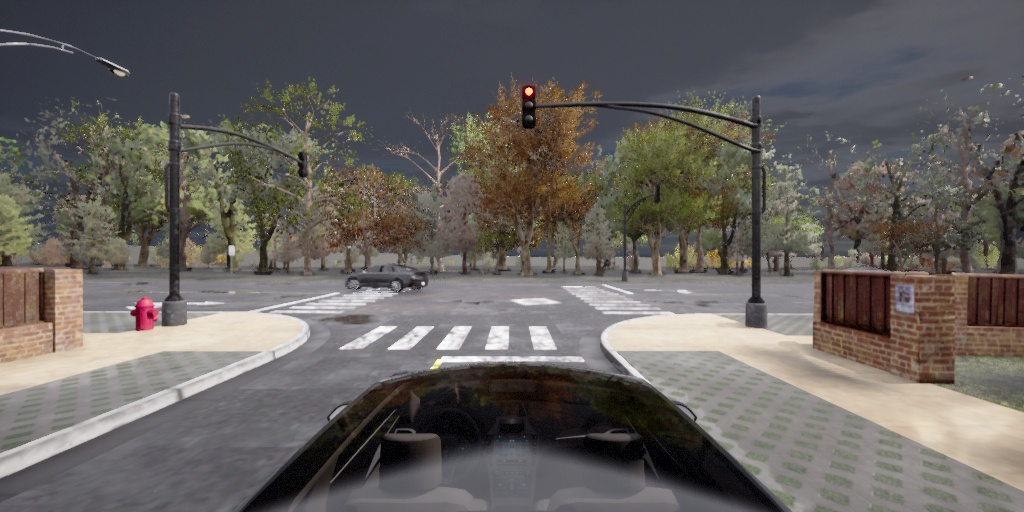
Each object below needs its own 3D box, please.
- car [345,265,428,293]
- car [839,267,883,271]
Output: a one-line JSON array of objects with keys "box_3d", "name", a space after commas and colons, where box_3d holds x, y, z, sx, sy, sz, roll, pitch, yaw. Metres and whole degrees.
[{"box_3d": [-7.112, 1.227, 20.248, 4.892, 1.490, 1.837, 0, -3, 20], "name": "car"}, {"box_3d": [22.999, 1.393, 23.957, 4.181, 1.385, 1.994, 0, 0, 0], "name": "car"}]
